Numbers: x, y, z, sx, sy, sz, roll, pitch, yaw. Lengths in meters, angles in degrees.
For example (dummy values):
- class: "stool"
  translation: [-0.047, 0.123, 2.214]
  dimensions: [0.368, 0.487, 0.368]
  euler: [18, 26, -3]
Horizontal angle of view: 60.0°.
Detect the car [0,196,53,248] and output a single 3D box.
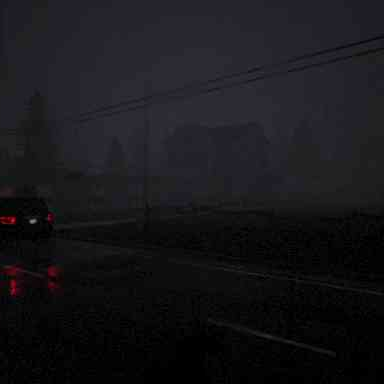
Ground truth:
- class: "car"
  translation: [-8.170, 1.200, 14.102]
  dimensions: [5.566, 2.045, 2.150]
  euler: [0, 0, 36]
